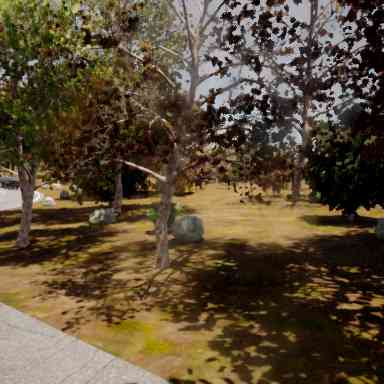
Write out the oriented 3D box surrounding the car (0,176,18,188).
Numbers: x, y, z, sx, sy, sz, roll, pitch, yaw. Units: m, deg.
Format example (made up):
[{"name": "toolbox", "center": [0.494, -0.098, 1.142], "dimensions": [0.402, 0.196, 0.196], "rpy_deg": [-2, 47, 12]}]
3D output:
[{"name": "car", "center": [-24.527, -1.338, 43.630], "dimensions": [4.892, 1.490, 1.837], "rpy_deg": [7, 3, 39]}]
